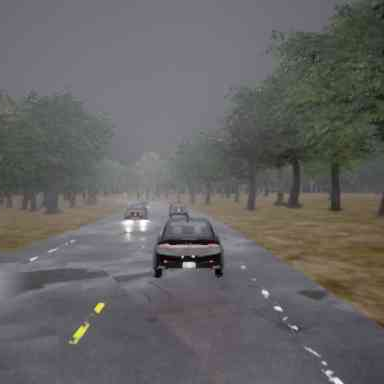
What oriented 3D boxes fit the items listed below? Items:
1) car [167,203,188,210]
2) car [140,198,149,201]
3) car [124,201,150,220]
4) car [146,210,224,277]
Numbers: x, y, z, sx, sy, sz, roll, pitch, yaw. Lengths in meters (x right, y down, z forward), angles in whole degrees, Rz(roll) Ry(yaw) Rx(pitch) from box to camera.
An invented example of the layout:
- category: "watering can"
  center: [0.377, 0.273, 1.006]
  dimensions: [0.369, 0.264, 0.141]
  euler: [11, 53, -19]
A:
- category: "car"
  center: [-1.410, 1.750, 32.850]
  dimensions: [2.033, 1.411, 5.357]
  euler: [0, -1, -5]
- category: "car"
  center: [-10.134, 1.993, 70.632]
  dimensions: [2.097, 1.767, 4.553]
  euler: [0, -1, -10]
- category: "car"
  center: [-4.866, 1.736, 29.563]
  dimensions: [1.994, 1.385, 4.181]
  euler: [0, 0, -5]
- category: "car"
  center: [-0.135, 1.541, 10.411]
  dimensions: [2.128, 1.511, 4.902]
  euler: [0, 0, -1]
